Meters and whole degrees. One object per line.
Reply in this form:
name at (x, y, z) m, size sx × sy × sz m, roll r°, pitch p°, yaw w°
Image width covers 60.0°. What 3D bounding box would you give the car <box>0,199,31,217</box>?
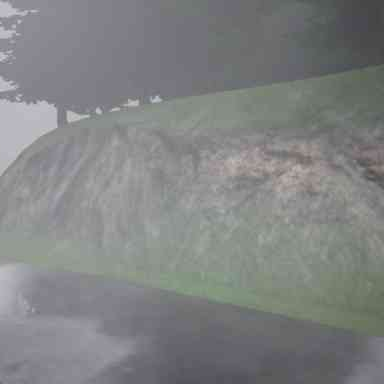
car at (-17.017, 1.385, 29.925) m, size 2.097 × 1.767 × 4.553 m, roll 0°, pitch 0°, yaw 36°
